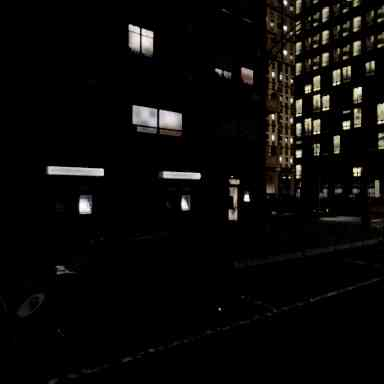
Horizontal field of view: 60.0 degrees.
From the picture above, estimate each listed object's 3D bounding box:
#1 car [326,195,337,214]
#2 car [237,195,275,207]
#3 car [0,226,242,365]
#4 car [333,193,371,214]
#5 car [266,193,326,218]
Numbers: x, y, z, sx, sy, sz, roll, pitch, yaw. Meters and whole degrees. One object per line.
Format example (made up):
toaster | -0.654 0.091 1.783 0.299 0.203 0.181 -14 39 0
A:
car | 9.419 1.211 28.633 1.837 1.490 4.892 0 1 -36
car | 7.747 1.090 40.693 1.947 1.339 4.313 2 0 -36
car | -1.125 1.442 5.774 4.097 1.590 1.967 0 0 -36
car | 14.331 1.047 31.758 2.192 1.841 5.009 2 0 -36
car | 7.619 1.022 26.741 2.192 1.841 5.009 2 0 -36
